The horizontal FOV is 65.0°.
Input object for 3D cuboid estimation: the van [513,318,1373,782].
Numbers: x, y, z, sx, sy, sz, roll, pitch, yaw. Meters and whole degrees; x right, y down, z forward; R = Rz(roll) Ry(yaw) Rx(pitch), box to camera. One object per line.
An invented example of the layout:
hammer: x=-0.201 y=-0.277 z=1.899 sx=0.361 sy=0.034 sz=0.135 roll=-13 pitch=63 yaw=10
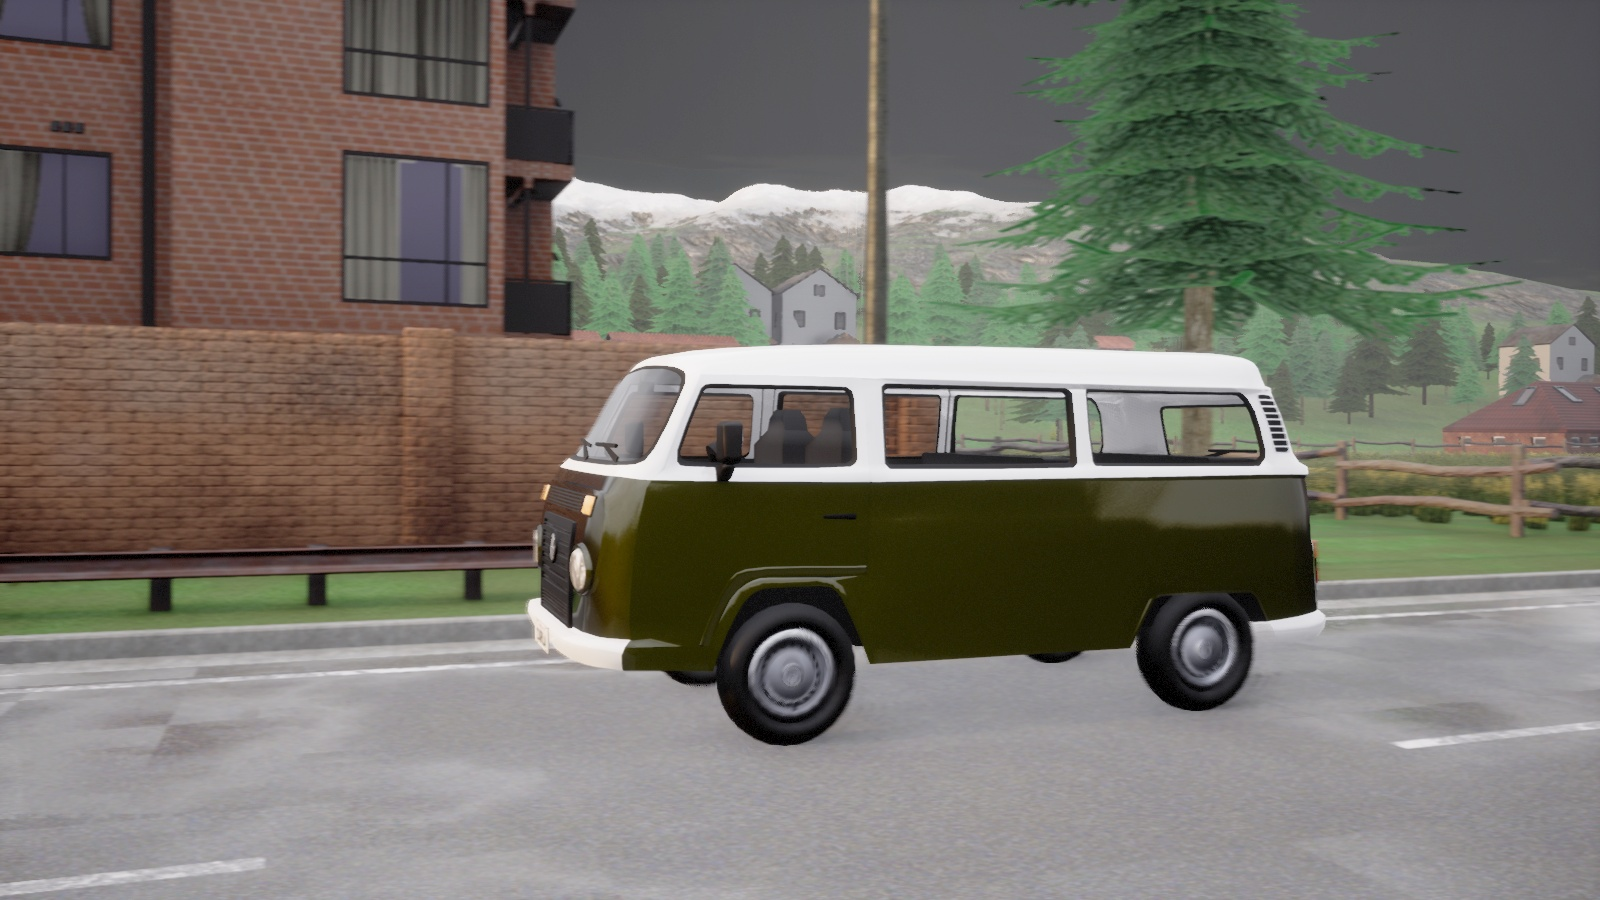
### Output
van: x=0.775 y=0.395 z=7.274 sx=4.480 sy=2.038 sz=2.069 roll=-1 pitch=1 yaw=-21
